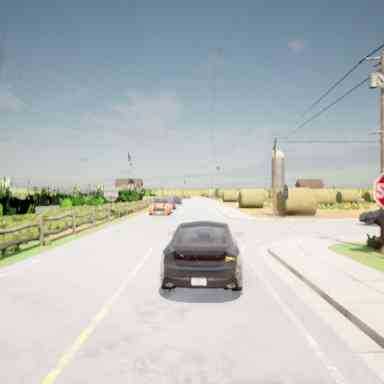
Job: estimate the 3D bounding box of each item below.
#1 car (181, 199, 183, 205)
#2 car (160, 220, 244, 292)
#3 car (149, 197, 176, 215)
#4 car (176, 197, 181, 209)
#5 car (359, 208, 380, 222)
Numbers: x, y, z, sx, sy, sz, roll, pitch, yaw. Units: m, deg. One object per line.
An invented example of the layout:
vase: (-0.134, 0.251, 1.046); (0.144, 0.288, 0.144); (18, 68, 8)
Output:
car: (-2.795, 1.664, 60.906); (1.837, 1.490, 4.892); (0, 0, 1)
car: (0.338, 1.530, 9.040); (1.837, 1.490, 4.892); (0, 0, 5)
car: (-3.169, 1.442, 34.462); (2.097, 1.767, 4.553); (0, 0, 1)
car: (-3.033, 1.665, 44.894); (2.033, 1.411, 5.357); (0, 0, 1)
car: (14.157, 1.600, 23.041); (4.892, 1.490, 1.837); (0, 0, -2)
